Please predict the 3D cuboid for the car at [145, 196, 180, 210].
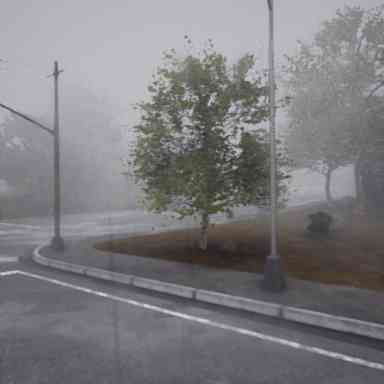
[{"bbox_3d":[-3.584,1.351,40.724,2.097,1.767,4.553,-1,1,38],"label":"car"}]
